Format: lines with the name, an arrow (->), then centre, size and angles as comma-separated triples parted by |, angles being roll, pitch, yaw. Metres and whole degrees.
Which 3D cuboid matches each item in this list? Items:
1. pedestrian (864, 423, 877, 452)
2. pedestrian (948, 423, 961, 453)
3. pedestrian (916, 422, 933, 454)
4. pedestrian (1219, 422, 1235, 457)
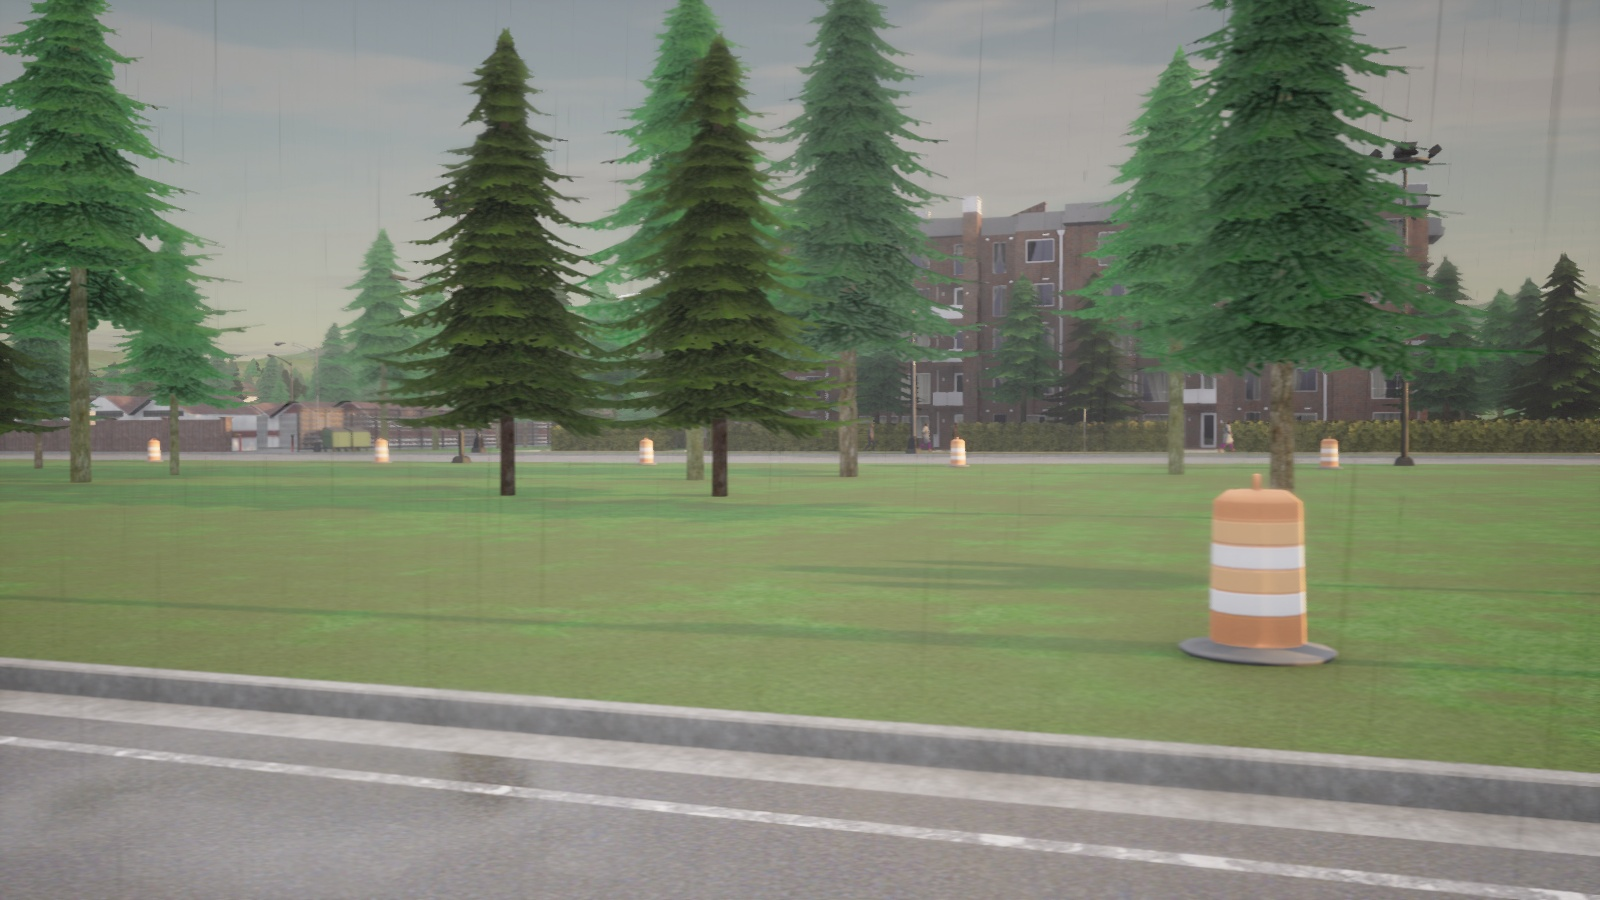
pedestrian -> 4.414, -0.781, 78.225 | 0.694, 1.848, 0.540 | 1, 1, 19
pedestrian -> 9.410, -0.737, 76.689 | 0.703, 1.840, 0.431 | 1, 1, 20
pedestrian -> 7.709, -0.760, 77.713 | 0.873, 1.952, 0.659 | 1, 1, 17
pedestrian -> 24.395, -0.601, 71.714 | 0.873, 1.952, 0.659 | 1, 1, 20
